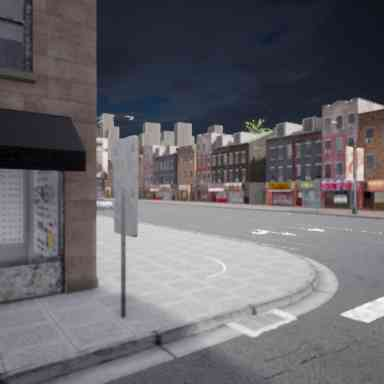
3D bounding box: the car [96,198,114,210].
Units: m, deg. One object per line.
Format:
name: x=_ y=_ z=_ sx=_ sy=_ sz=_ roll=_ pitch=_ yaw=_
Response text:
car: x=-10.347 y=1.318 z=37.142 sx=1.895 sy=1.301 sz=4.718 roll=0 pitch=0 yaw=-36
